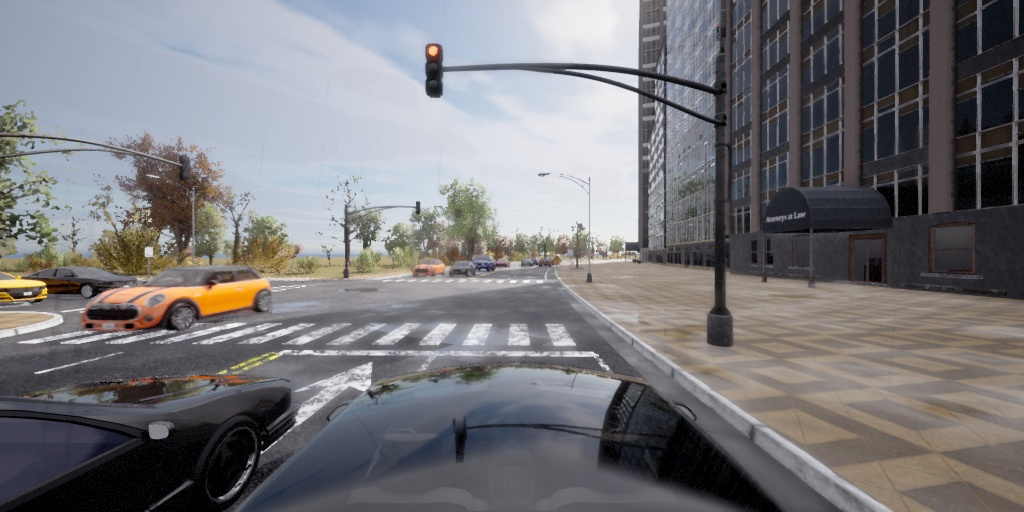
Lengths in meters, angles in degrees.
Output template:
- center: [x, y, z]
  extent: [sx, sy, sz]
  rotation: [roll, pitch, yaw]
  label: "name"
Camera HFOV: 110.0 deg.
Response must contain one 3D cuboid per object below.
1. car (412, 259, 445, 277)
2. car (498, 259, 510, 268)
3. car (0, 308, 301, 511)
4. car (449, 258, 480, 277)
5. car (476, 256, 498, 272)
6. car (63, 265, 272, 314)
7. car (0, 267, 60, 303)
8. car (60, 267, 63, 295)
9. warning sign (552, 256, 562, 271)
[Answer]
- center: [-8.128, 1.098, 35.338]
  extent: [2.097, 1.767, 4.553]
  rotation: [0, 0, 6]
  label: "car"
- center: [-1.596, 1.230, 60.342]
  extent: [1.882, 1.535, 5.008]
  rotation: [0, 0, 10]
  label: "car"
- center: [-3.128, 1.298, 1.222]
  extent: [2.033, 1.411, 5.357]
  rotation: [0, 0, 1]
  label: "car"
- center: [-4.838, 1.252, 35.619]
  extent: [1.837, 1.490, 4.892]
  rotation: [0, 0, 6]
  label: "car"
- center: [-3.667, 0.970, 46.292]
  extent: [2.150, 2.045, 5.566]
  rotation: [0, 0, 7]
  label: "car"
- center: [-9.651, 1.100, 10.882]
  extent: [2.097, 1.767, 4.553]
  rotation: [0, 0, 2]
  label: "car"
- center: [-22.473, 1.288, 14.906]
  extent: [5.008, 1.535, 1.882]
  rotation: [0, 0, 3]
  label: "car"
- center: [-21.831, 1.275, 18.126]
  extent: [5.008, 1.535, 1.882]
  rotation: [0, 0, 4]
  label: "car"
- center: [5.525, 0.868, 43.921]
  extent: [1.300, 1.860, 1.060]
  rotation: [0, 0, 7]
  label: "warning sign"
